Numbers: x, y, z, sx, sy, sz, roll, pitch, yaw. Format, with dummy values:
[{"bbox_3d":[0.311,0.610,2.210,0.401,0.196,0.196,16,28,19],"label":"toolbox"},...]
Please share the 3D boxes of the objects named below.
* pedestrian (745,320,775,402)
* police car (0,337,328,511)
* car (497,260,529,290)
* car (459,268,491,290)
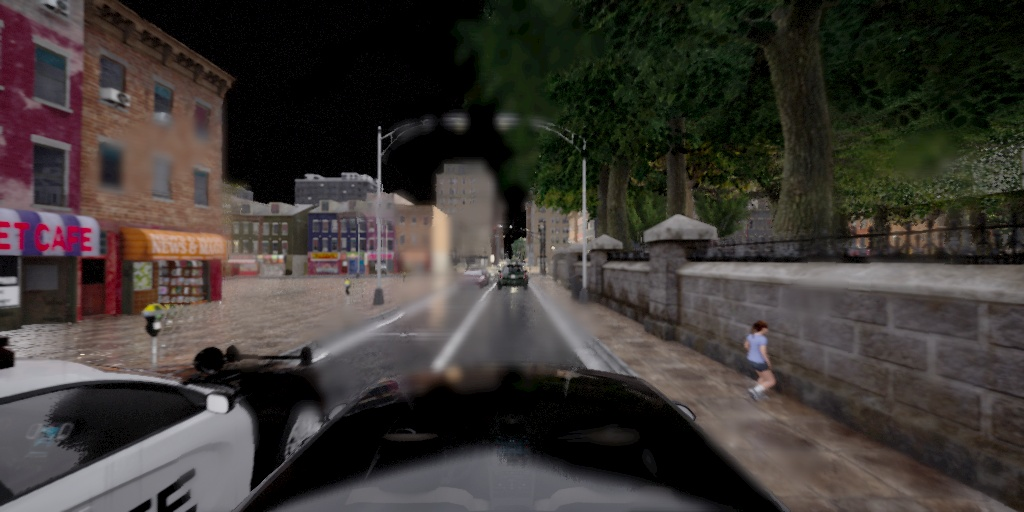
[{"bbox_3d":[3.179,1.306,4.675,0.500,1.100,0.500,0,-1,0],"label":"pedestrian"},{"bbox_3d":[-2.749,1.175,1.669,1.930,1.638,5.238,0,-1,0],"label":"police car"},{"bbox_3d":[0.067,1.376,25.374,2.097,1.767,4.553,0,-1,0],"label":"car"},{"bbox_3d":[-2.645,1.605,25.248,1.802,1.307,4.207,0,0,0],"label":"car"}]
